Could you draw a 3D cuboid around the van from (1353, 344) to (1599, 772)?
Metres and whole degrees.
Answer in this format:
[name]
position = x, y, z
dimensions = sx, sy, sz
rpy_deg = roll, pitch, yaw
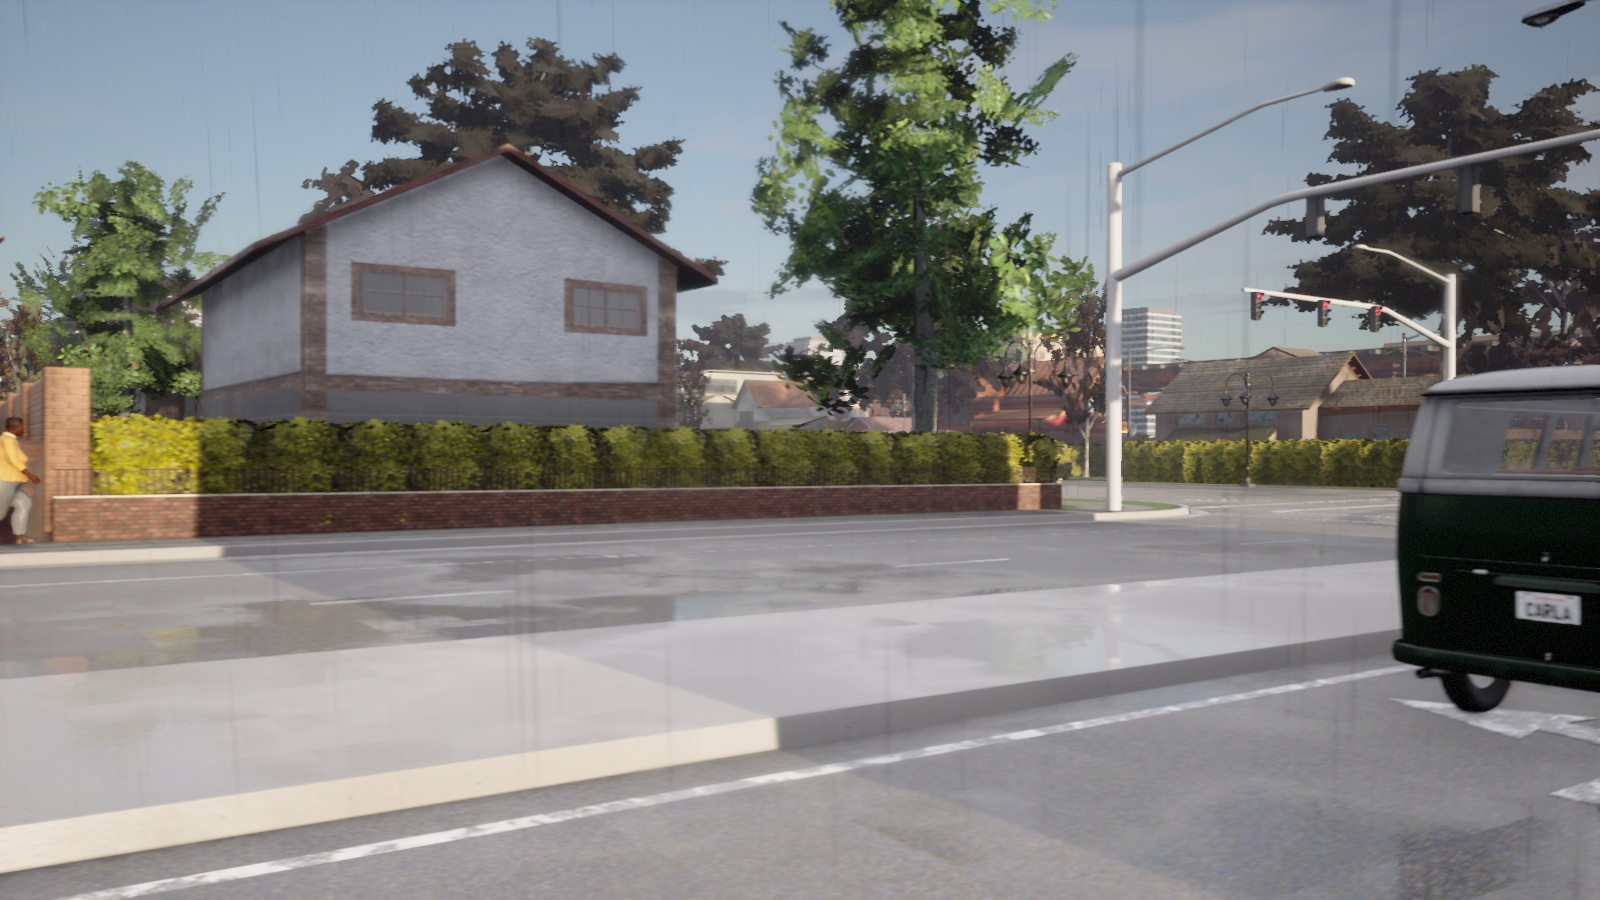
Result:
[van]
position = 5.346, 0.503, 7.381
dimensions = 4.442, 1.987, 1.775
rpy_deg = 0, 0, -35

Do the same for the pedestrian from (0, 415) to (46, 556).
[pedestrian]
position = -10.717, 0.464, 16.918
dimensions = 0.900, 1.855, 0.874
rpy_deg = 0, 0, -36
